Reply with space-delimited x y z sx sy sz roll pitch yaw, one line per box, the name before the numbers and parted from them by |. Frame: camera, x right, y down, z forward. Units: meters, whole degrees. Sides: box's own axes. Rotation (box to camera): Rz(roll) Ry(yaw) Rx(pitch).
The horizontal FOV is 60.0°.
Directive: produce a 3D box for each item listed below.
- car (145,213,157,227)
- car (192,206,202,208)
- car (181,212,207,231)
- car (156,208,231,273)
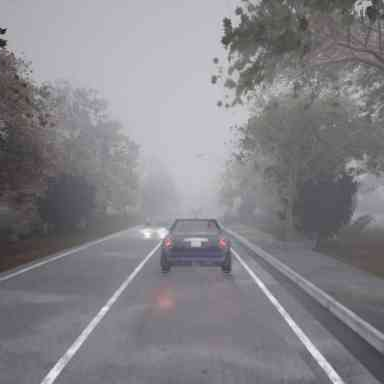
car | -3.462 2.744 33.134 1.895 1.301 4.718 0 -2 0
car | 0.983 4.051 74.036 2.150 2.045 5.566 1 -2 14
car | 0.201 2.512 28.898 2.033 1.411 5.357 0 -2 0
car | 0.128 1.591 11.665 2.097 1.767 4.553 0 -2 0
